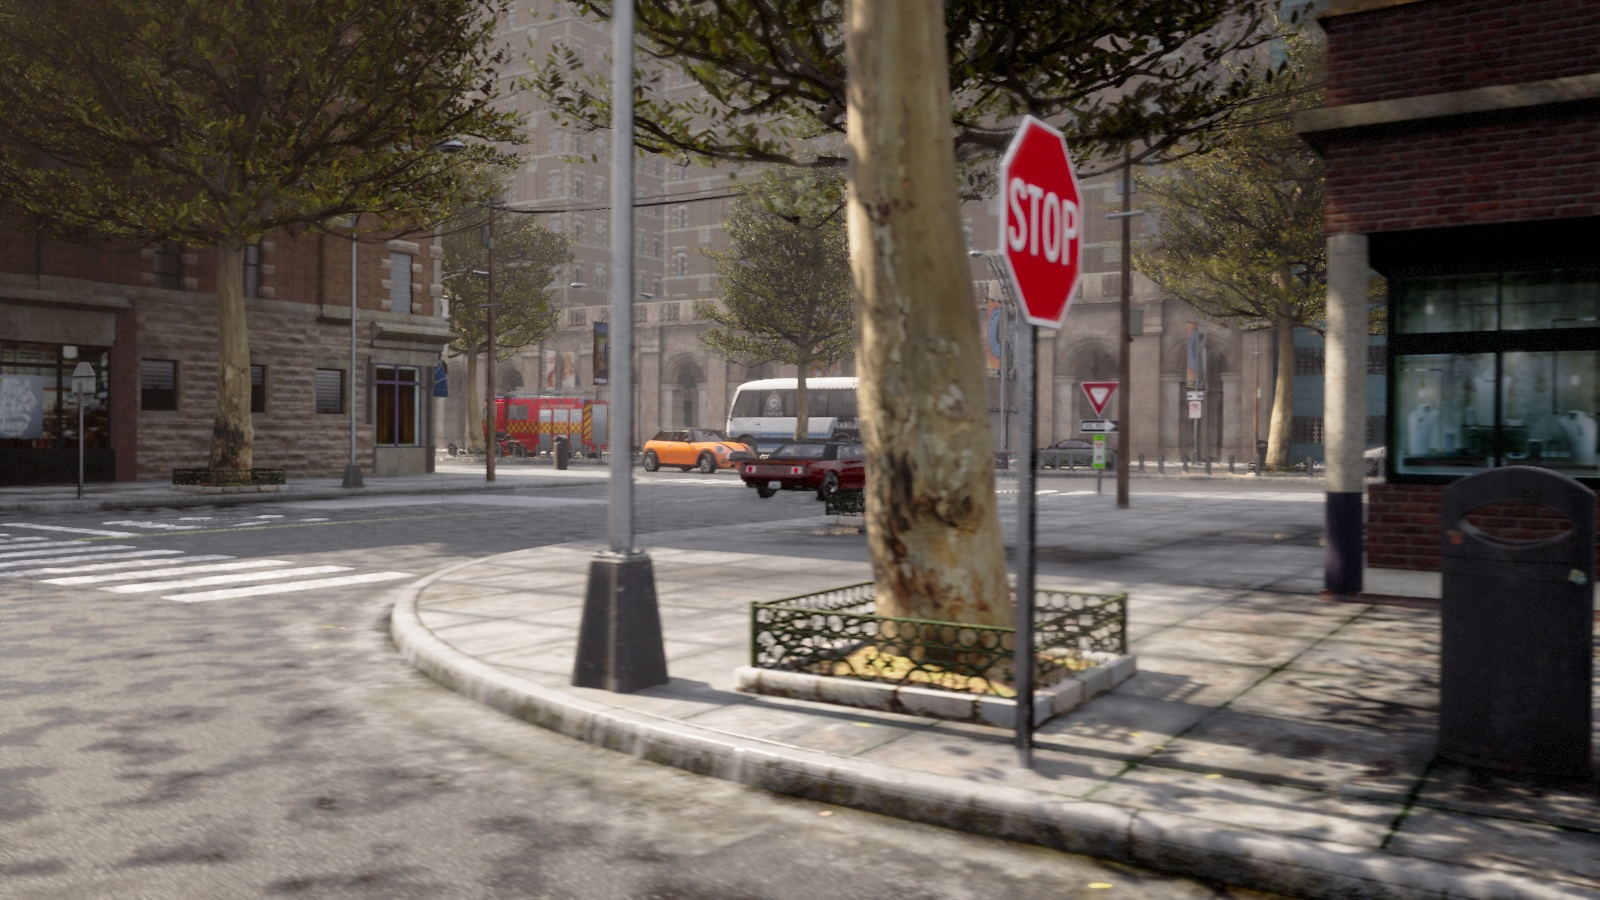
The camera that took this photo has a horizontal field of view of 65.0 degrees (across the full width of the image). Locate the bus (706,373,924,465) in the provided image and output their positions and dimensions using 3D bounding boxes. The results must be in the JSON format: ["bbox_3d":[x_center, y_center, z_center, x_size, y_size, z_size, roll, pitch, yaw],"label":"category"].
[{"bbox_3d":[0.640,-1.451,62.425,10.273,4.253,3.944,0,1,33],"label":"bus"}]

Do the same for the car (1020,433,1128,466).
[{"bbox_3d":[11.976,-0.032,54.962,4.181,1.385,1.994,0,1,35],"label":"car"}]

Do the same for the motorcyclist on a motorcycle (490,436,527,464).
[{"bbox_3d":[-16.094,-0.005,69.288,2.044,1.523,0.797,0,1,33],"label":"motorcyclist on a motorcycle"}]

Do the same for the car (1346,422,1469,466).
[{"bbox_3d":[23.062,-0.221,47.677,3.988,1.617,1.851,0,1,33],"label":"car"}]

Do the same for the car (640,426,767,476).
[{"bbox_3d":[-3.629,0.029,46.776,4.553,1.767,2.097,0,1,41],"label":"car"}]

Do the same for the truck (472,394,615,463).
[{"bbox_3d":[-14.886,-1.208,72.658,8.468,3.827,2.891,0,1,33],"label":"truck"}]

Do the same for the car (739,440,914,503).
[{"bbox_3d":[0.727,0.448,29.394,1.895,1.301,4.718,0,1,33],"label":"car"}]
